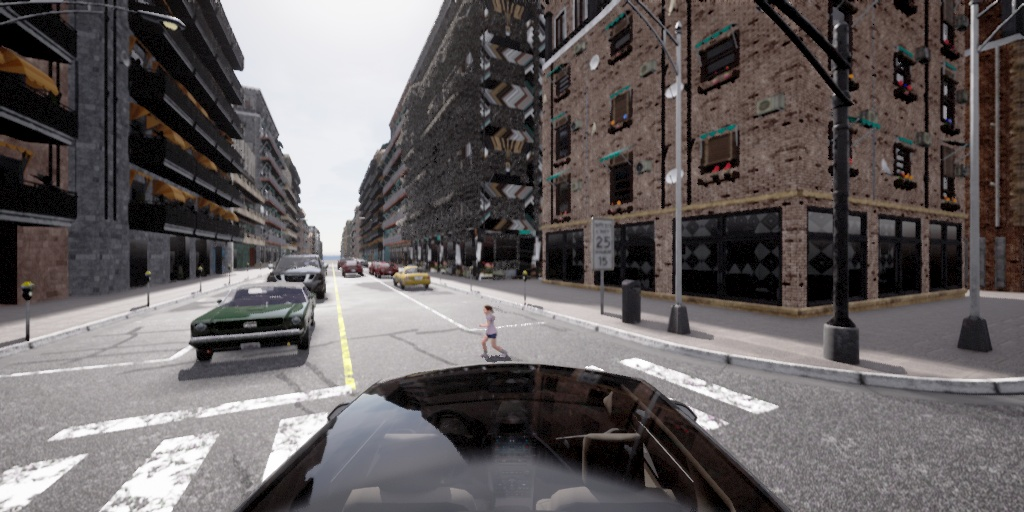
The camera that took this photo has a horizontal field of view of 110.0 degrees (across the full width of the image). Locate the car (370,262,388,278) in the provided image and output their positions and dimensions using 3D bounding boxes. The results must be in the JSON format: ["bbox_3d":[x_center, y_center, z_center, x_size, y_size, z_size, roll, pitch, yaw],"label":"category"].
[{"bbox_3d":[-11.394,1.244,32.499,1.888,1.381,4.507,0,0,-27],"label":"car"}]

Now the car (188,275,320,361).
[{"bbox_3d":[-5.813,1.335,8.562,1.895,1.301,4.718,0,0,-27],"label":"car"}]

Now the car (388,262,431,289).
[{"bbox_3d":[-6.373,1.234,22.541,1.751,1.417,4.829,0,0,-27],"label":"car"}]

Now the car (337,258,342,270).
[{"bbox_3d":[-24.069,1.048,51.889,2.097,1.767,4.553,0,0,-27],"label":"car"}]

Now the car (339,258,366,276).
[{"bbox_3d":[-16.161,1.225,36.230,1.812,1.442,4.674,0,0,-27],"label":"car"}]

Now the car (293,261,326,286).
[{"bbox_3d":[-14.758,1.184,26.320,1.882,1.535,5.008,0,0,-26],"label":"car"}]

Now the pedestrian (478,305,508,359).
[{"bbox_3d":[-0.406,1.412,6.904,0.500,1.100,0.500,0,0,-27],"label":"pedestrian"}]

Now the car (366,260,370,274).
[{"bbox_3d":[-13.942,1.243,37.554,1.888,1.381,4.507,0,0,-27],"label":"car"}]

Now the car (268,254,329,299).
[{"bbox_3d":[-10.255,0.938,17.384,2.150,2.045,5.566,0,0,-26],"label":"car"}]
